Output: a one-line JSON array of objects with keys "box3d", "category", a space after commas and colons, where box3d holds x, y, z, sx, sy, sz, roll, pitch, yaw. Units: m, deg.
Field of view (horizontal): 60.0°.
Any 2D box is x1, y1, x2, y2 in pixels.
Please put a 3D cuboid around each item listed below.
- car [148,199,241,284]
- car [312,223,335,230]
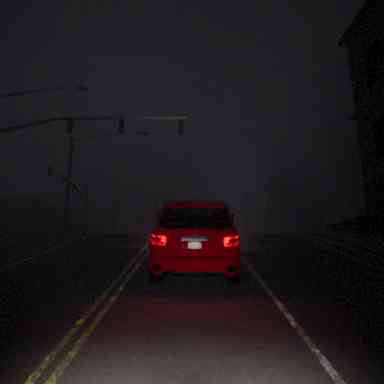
[{"box3d": [0.090, 1.211, 9.684, 2.150, 2.045, 5.566, 1, 0, 1], "category": "car"}, {"box3d": [12.642, 3.448, 28.280, 4.902, 1.511, 2.128, 0, -13, -1], "category": "car"}]
